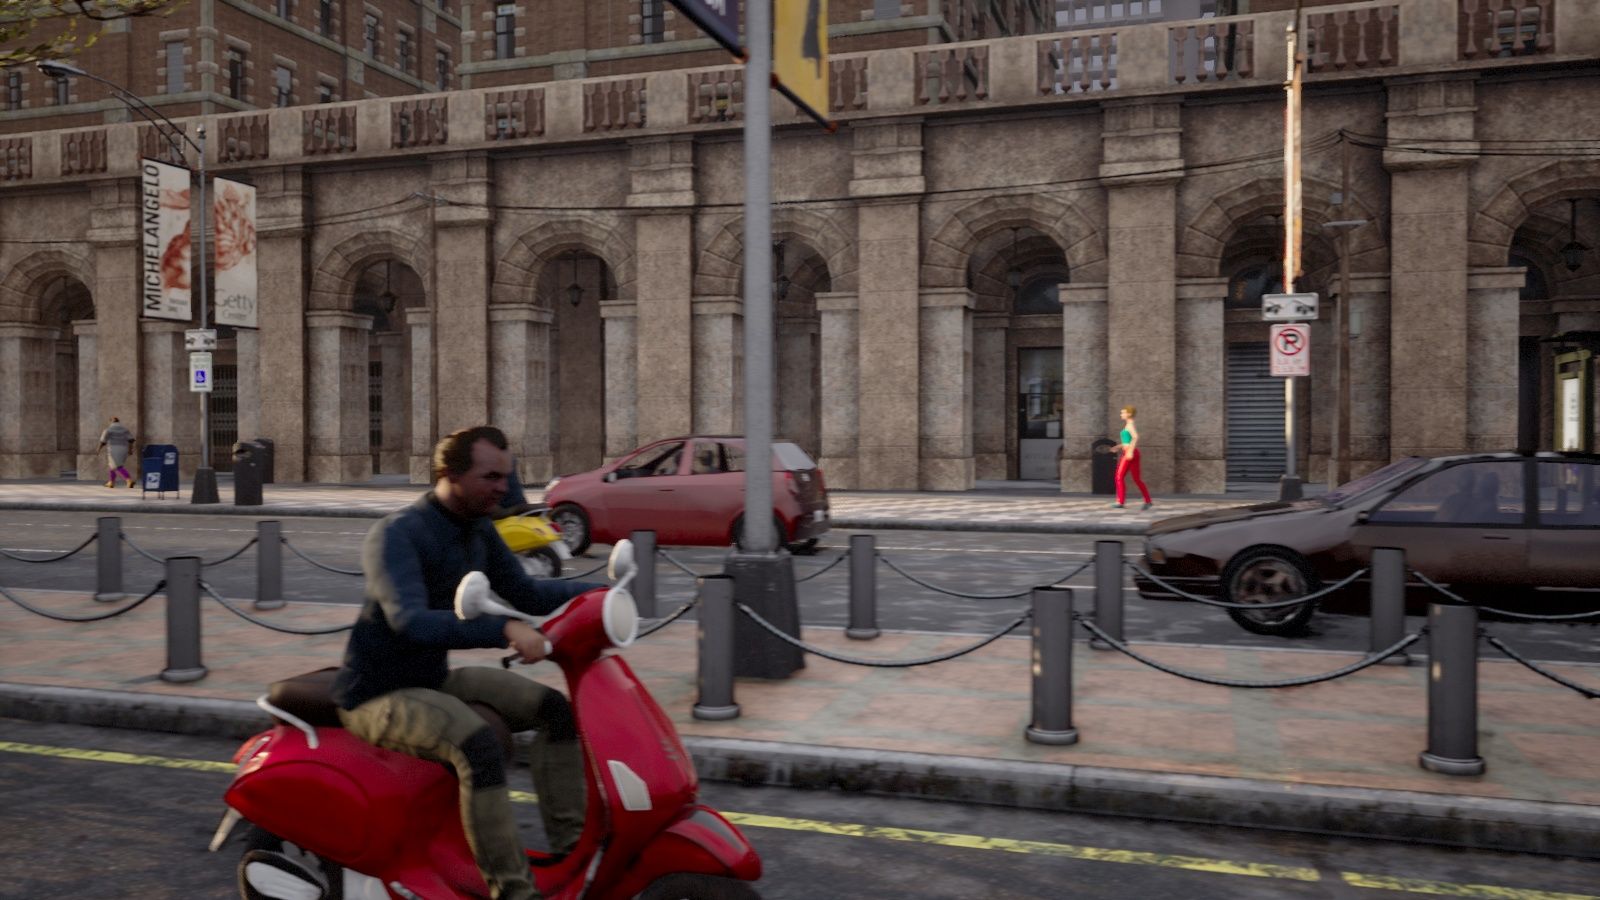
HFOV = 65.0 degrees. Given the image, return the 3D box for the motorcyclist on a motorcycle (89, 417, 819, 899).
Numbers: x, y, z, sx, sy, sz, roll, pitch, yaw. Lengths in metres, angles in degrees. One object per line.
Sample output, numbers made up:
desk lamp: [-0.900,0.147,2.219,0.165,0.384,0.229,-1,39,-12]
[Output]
motorcyclist on a motorcycle: [-0.958,0.718,3.579,1.817,1.590,0.866,1,2,19]

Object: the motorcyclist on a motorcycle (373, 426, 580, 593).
motorcyclist on a motorcycle: [-3.246,0.562,12.640,1.817,1.590,0.866,0,1,18]

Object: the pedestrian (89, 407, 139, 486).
pedestrian: [-17.086,-0.100,31.290,0.873,1.952,0.659,1,1,18]

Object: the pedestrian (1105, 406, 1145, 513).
pedestrian: [5.691,0.157,21.982,0.594,1.836,0.345,1,1,33]

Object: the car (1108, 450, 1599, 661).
car: [5.251,0.740,9.864,5.357,1.411,2.033,1,1,18]

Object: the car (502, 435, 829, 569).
car: [-1.649,0.580,15.769,3.633,1.501,1.845,1,1,18]
